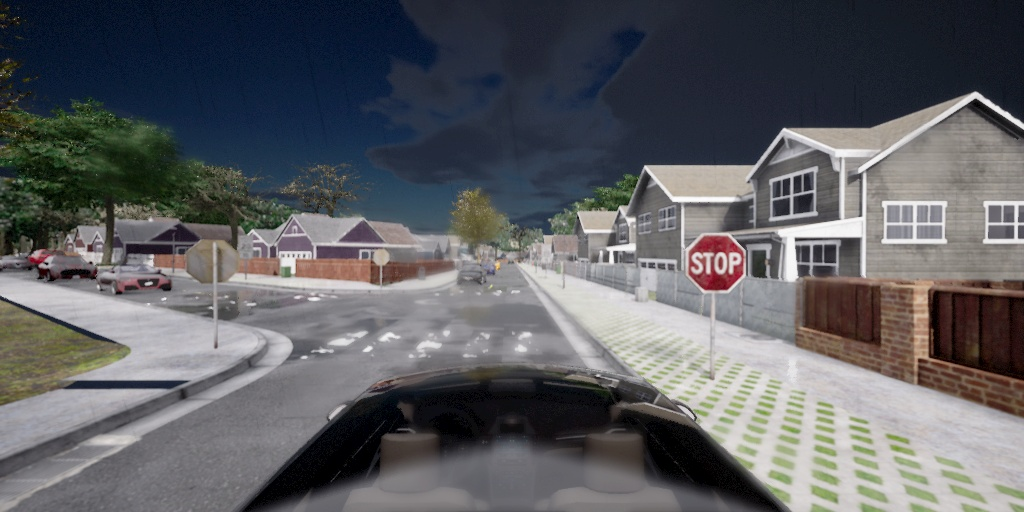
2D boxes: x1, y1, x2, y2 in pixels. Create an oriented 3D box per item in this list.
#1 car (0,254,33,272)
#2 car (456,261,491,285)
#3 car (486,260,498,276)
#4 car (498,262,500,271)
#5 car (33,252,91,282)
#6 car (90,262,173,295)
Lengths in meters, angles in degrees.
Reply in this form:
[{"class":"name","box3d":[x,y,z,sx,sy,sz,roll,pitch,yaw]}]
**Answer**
[{"class":"car","box3d":[-48.471,0.710,34.858,4.674,1.442,1.812,1,1,30]},{"class":"car","box3d":[-2.960,1.376,27.235,1.837,1.490,4.892,0,0,2]},{"class":"car","box3d":[-2.941,1.304,40.286,2.097,1.767,4.553,0,0,0]},{"class":"car","box3d":[-2.942,1.559,58.834,1.882,1.535,5.008,0,-1,0]},{"class":"car","box3d":[-30.520,0.780,24.624,4.553,1.767,2.097,1,1,29]},{"class":"car","box3d":[-19.224,1.135,18.252,4.181,1.385,1.994,1,1,30]}]
